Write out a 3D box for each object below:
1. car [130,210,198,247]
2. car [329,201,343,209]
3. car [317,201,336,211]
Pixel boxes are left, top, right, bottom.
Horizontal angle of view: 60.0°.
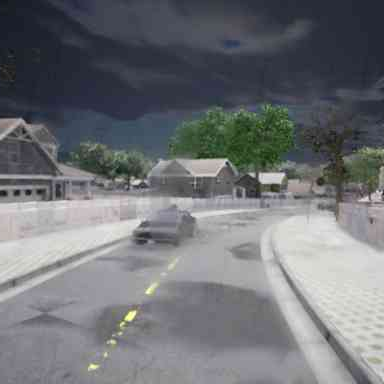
[{"bbox_3d":[-1.015,1.529,15.227,2.033,1.411,5.357,1,0,12],"label":"car"},{"bbox_3d":[28.102,2.567,64.953,1.812,1.442,4.674,2,0,33],"label":"car"},{"bbox_3d":[22.452,2.307,56.172,2.128,1.511,4.902,2,0,33],"label":"car"}]
